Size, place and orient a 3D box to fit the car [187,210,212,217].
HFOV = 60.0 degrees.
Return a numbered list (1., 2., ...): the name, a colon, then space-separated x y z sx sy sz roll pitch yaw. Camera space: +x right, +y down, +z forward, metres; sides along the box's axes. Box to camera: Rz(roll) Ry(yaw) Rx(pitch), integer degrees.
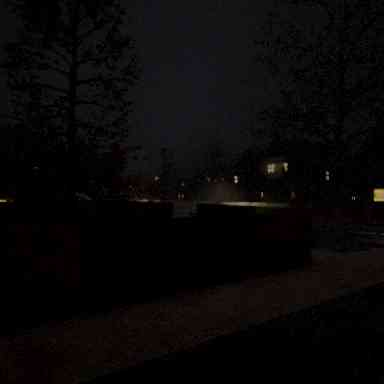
1. car: 1.698 1.801 27.860 2.033 1.411 5.357 2 -2 -35
